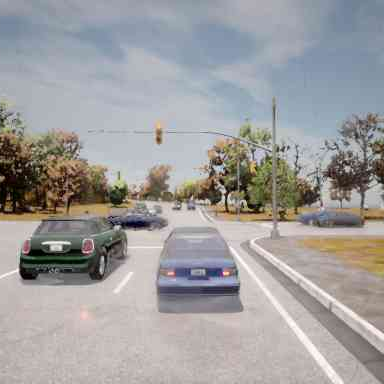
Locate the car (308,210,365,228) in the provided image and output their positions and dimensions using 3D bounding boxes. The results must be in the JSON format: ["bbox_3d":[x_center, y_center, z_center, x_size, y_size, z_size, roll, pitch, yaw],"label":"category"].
[{"bbox_3d":[13.023,2.453,29.657,4.181,1.385,1.994,0,-3,-2],"label":"car"}]

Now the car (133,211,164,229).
[{"bbox_3d":[-4.202,2.324,26.029,4.718,1.301,1.895,0,-3,3],"label":"car"}]

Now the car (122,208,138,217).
[{"bbox_3d":[-10.683,3.510,57.512,1.895,1.301,4.718,0,-1,0],"label":"car"}]

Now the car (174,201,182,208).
[{"bbox_3d":[-3.747,3.257,87.894,1.837,1.490,4.892,0,0,-3],"label":"car"}]

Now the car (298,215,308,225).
[{"bbox_3d":[13.190,2.528,33.151,5.008,1.535,1.882,0,-3,-1],"label":"car"}]

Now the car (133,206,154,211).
[{"bbox_3d":[-7.173,3.163,47.829,2.128,1.511,4.902,0,-2,1],"label":"car"}]

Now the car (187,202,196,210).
[{"bbox_3d":[-0.135,3.474,77.803,1.812,1.442,4.674,0,0,0],"label":"car"}]

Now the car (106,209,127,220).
[{"bbox_3d":[-10.715,3.213,47.636,2.033,1.411,5.357,0,-2,-3],"label":"car"}]

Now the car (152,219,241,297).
[{"bbox_3d":[0.077,1.647,8.925,2.033,1.411,5.357,0,-1,-1],"label":"car"}]

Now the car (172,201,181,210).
[{"bbox_3d":[-3.636,3.546,77.862,1.895,1.301,4.718,0,0,0],"label":"car"}]

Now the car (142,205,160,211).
[{"bbox_3d":[-7.180,3.438,57.720,1.812,1.442,4.674,0,-1,0],"label":"car"}]

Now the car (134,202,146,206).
[{"bbox_3d":[-10.620,3.211,68.270,2.150,2.045,5.566,0,0,0],"label":"car"}]

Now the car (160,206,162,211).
[{"bbox_3d":[-7.131,3.495,68.010,1.837,1.490,4.892,0,0,0],"label":"car"}]

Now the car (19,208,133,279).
[{"bbox_3d":[-3.434,1.487,10.543,2.097,1.767,4.553,0,-1,0],"label":"car"}]

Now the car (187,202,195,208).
[{"bbox_3d":[-0.248,3.314,87.985,1.994,1.385,4.181,0,0,-3],"label":"car"}]
